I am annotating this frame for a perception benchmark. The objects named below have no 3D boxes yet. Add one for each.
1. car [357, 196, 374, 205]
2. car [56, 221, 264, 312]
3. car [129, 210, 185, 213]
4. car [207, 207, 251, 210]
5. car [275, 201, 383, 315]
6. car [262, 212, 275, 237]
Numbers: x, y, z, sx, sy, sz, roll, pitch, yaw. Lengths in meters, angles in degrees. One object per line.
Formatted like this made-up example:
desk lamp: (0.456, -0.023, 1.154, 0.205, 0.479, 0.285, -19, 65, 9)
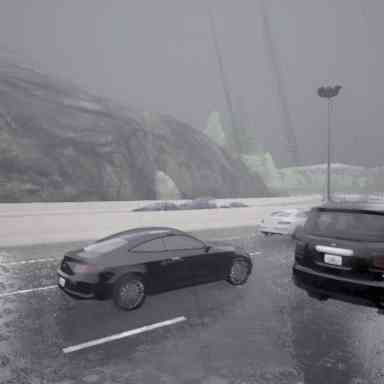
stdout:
car: (31.117, 1.543, 59.586, 1.837, 1.490, 4.892, 0, 0, 37)
car: (-0.644, 1.539, 7.744, 4.674, 1.442, 1.812, 0, 0, -37)
car: (-2.777, 1.596, 28.590, 5.357, 1.411, 2.033, 0, 0, -40)
car: (3.520, 1.607, 29.455, 4.181, 1.385, 1.994, 0, 0, -42)
car: (4.507, 1.229, 7.247, 5.566, 2.045, 2.150, 0, 0, -38)
car: (5.381, 1.547, 16.953, 4.674, 1.442, 1.812, 0, 0, -40)
